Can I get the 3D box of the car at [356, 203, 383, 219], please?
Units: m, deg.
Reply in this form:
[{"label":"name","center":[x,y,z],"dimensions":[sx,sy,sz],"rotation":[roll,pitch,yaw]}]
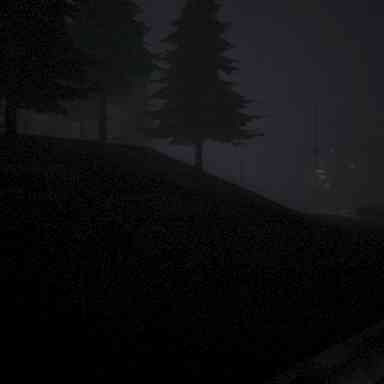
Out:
[{"label":"car","center":[18.318,1.879,33.334],"dimensions":[1.882,1.535,5.008],"rotation":[1,-1,1]}]
